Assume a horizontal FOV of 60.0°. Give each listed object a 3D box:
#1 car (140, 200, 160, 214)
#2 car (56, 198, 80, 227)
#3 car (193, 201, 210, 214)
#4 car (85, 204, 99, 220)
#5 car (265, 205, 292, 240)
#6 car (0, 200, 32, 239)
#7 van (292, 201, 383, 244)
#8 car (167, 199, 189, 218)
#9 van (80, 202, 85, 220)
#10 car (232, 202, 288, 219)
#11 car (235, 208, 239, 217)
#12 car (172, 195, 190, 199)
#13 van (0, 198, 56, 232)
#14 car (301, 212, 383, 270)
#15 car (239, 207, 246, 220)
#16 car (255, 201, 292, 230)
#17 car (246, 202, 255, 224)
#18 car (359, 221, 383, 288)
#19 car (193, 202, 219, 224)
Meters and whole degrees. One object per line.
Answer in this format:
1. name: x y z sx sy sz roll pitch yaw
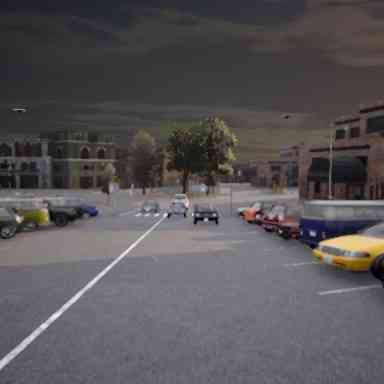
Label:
1. car: -4.773 1.716 38.460 2.128 1.511 4.902 0 0 0
2. car: -10.854 1.388 22.998 5.566 2.045 2.435 -1 -1 -18
3. car: 1.047 1.813 40.277 1.895 1.301 4.718 0 0 -1
4. car: -10.714 1.675 28.977 5.008 1.535 2.097 -1 0 -18
5. car: 6.364 1.561 15.934 5.008 1.535 2.097 1 0 -20
6. car: -11.006 1.478 16.992 4.553 1.767 2.185 -1 0 -19
7. van: 6.486 1.320 13.034 4.442 1.987 1.878 1 -1 -20
8. car: -1.447 1.739 32.900 2.033 1.411 5.357 0 0 -1
9. van: -10.911 1.433 25.942 4.442 1.987 1.878 -1 0 -18
10. car: 6.246 1.684 30.684 4.674 1.452 2.002 1 0 -21
11. car: 6.244 1.656 27.722 4.792 1.488 2.163 1 0 -20
12. car: -1.528 1.355 45.655 2.150 2.045 5.566 0 1 1
13. van: -10.850 1.394 20.027 4.442 1.987 1.878 -1 -1 -18
14. car: 6.212 1.522 9.990 5.366 1.575 1.946 1 0 -20
15. car: 6.266 1.484 24.778 4.553 1.767 2.185 1 -1 -20
16. car: 6.309 1.451 18.878 4.553 1.767 2.185 1 -1 -20
17. car: 6.343 1.624 21.846 4.792 1.488 2.163 1 -1 -20
18. car: 6.406 1.511 7.118 5.008 1.535 2.097 1 0 -20
19. car: 1.070 1.753 26.518 1.895 1.301 4.718 0 0 1
